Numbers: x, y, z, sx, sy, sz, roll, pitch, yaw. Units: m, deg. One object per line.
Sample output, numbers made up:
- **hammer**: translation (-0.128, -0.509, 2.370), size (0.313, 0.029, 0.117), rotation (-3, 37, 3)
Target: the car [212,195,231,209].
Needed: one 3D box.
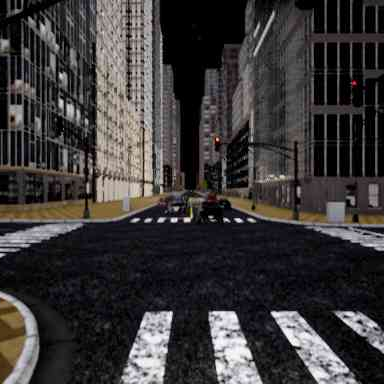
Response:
- **car**: translation (3.893, 1.462, 42.195), size (1.947, 1.339, 4.313), rotation (0, 0, 0)

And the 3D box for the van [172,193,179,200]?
- **van**: translation (-4.259, 1.077, 86.373), size (1.690, 1.788, 3.998), rotation (0, 0, 0)

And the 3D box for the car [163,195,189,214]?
- **car**: translation (-1.538, 1.412, 34.125), size (2.128, 1.511, 4.902), rotation (0, 0, -1)

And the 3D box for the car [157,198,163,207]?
- **car**: translation (-4.065, 1.461, 47.681), size (1.802, 1.307, 4.206), rotation (0, 0, 0)

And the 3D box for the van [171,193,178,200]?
- **van**: translation (-4.231, 1.098, 80.846), size (1.690, 1.788, 3.998), rotation (0, 0, 0)

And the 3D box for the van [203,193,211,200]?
- **van**: translation (3.649, 1.098, 80.885), size (1.690, 1.788, 3.998), rotation (0, 0, 0)

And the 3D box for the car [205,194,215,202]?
- **car**: translation (3.705, 1.239, 69.831), size (1.967, 1.590, 4.097), rotation (0, 0, 0)

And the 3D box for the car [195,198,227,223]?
- **car**: translation (1.347, 1.455, 25.368), size (1.837, 1.490, 4.892), rotation (0, 0, 1)

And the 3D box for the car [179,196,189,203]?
- **car**: translation (-1.601, 1.428, 67.928), size (1.895, 1.301, 4.718), rotation (0, 0, 0)

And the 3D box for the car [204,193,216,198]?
- **car**: translation (3.733, 1.135, 64.302), size (2.192, 1.841, 5.009), rotation (0, 0, 0)

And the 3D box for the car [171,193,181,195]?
- **car**: translation (-1.594, 1.366, 49.107), size (2.128, 1.511, 4.902), rotation (0, 0, 0)
